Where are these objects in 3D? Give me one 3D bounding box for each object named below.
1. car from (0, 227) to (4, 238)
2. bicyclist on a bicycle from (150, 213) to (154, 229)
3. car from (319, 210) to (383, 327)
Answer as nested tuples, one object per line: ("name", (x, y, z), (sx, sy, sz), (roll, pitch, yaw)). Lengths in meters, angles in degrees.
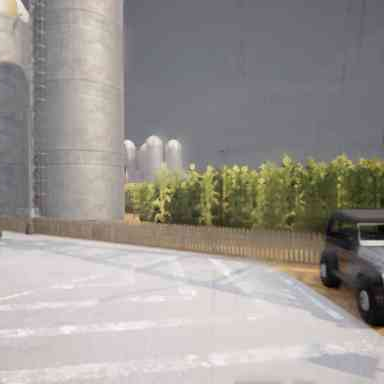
("car", (-10.939, 1.716, 15.089), (1.851, 1.617, 3.988), (-1, -1, 36))
("bicyclist on a bicycle", (-1.868, 1.679, 17.916), (0.582, 1.620, 1.656), (-1, 4, -34))
("car", (4.024, 1.373, 7.005), (1.905, 1.878, 3.866), (-1, 0, 5))
